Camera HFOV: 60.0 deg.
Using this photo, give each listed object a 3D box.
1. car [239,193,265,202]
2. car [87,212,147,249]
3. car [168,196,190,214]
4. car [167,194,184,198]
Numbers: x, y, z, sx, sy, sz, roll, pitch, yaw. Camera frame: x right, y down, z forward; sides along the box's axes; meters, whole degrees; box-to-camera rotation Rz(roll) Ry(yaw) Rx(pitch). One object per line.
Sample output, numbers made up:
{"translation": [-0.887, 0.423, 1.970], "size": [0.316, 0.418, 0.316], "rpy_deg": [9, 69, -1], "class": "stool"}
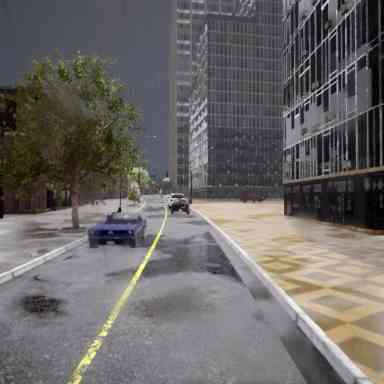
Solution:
{"translation": [11.931, 1.211, 66.543], "size": [5.009, 1.841, 2.192], "rpy_deg": [0, -1, 13], "class": "car"}
{"translation": [-3.139, 1.604, 14.721], "size": [1.895, 1.301, 4.718], "rpy_deg": [0, 0, -2], "class": "car"}
{"translation": [-1.276, 1.513, 34.966], "size": [1.837, 1.490, 4.892], "rpy_deg": [0, 0, -4], "class": "car"}
{"translation": [-2.082, 1.230, 44.955], "size": [2.150, 2.045, 5.566], "rpy_deg": [0, 0, -6], "class": "car"}
